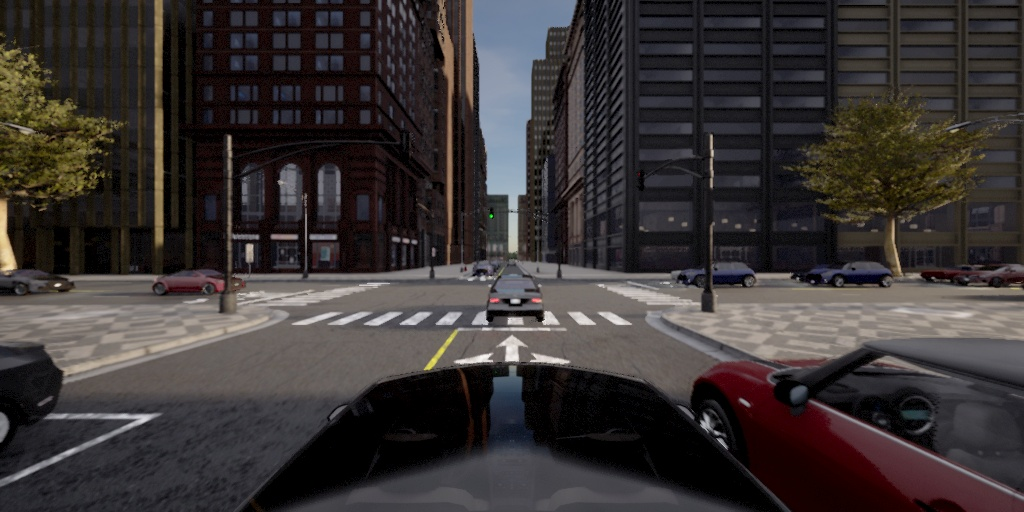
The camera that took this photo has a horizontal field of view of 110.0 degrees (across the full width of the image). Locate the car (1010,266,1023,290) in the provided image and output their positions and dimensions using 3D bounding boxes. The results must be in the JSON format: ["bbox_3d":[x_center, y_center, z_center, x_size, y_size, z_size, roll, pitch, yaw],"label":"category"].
[{"bbox_3d":[27.807,1.309,16.988,5.357,1.411,2.033,0,0,0],"label":"car"}]

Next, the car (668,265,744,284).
[{"bbox_3d":[14.470,1.377,26.903,4.718,1.301,1.895,0,0,-3],"label":"car"}]

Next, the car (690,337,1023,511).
[{"bbox_3d":[2.762,1.191,2.046,1.967,1.591,4.097,0,0,0],"label":"car"}]

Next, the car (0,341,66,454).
[{"bbox_3d":[-5.763,1.302,2.047,2.007,1.370,4.403,0,0,0],"label":"car"}]

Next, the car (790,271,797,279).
[{"bbox_3d":[24.117,1.303,26.923,5.357,1.411,2.033,0,0,0],"label":"car"}]

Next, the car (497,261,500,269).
[{"bbox_3d":[-3.059,1.498,48.324,1.994,1.385,4.181,0,0,0],"label":"car"}]

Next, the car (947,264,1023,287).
[{"bbox_3d":[32.348,1.269,23.680,4.674,1.442,1.812,0,0,0],"label":"car"}]

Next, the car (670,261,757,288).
[{"bbox_3d":[13.354,1.135,23.650,4.553,1.767,2.097,0,0,0],"label":"car"}]

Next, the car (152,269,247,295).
[{"bbox_3d":[-17.459,1.428,20.144,4.181,1.385,1.994,0,0,0],"label":"car"}]

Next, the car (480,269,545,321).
[{"bbox_3d":[0.104,1.352,12.662,2.033,1.411,5.357,0,-1,0],"label":"car"}]

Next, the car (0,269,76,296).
[{"bbox_3d":[-27.465,1.456,20.129,4.181,1.385,1.994,0,0,0],"label":"car"}]

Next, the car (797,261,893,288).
[{"bbox_3d":[22.070,1.117,23.666,4.553,1.767,2.097,0,0,0],"label":"car"}]

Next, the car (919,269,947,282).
[{"bbox_3d":[33.828,1.336,26.931,4.718,1.301,1.895,0,0,0],"label":"car"}]

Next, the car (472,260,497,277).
[{"bbox_3d":[-3.043,1.243,38.364,2.097,1.767,4.553,0,0,0],"label":"car"}]
